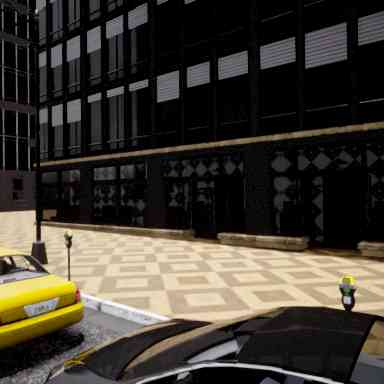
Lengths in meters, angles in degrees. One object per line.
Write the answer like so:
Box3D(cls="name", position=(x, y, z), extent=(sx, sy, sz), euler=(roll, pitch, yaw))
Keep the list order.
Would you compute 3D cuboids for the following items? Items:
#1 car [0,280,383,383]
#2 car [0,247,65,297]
Box3D(cls="car", position=(0.725, 1.566, 2.329), extent=(4.313, 1.339, 1.947), euler=(0, -1, 35))
Box3D(cls="car", position=(-3.911, 1.527, 5.840), extent=(4.829, 1.417, 1.752), euler=(0, -1, 35))
